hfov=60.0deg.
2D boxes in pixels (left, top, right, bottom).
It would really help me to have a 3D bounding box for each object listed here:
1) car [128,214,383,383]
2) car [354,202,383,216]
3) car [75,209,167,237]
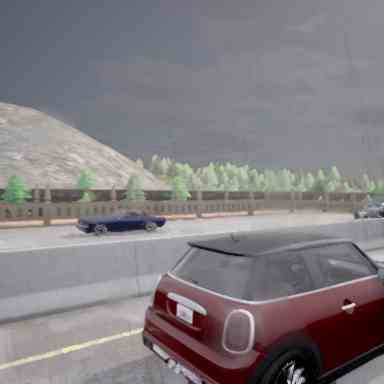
[{"bbox_3d":[1.647,1.370,4.912,4.553,1.767,2.097,0,0,-36],"label":"car"},{"bbox_3d":[15.544,1.624,27.912,4.902,1.511,2.128,1,0,-35],"label":"car"},{"bbox_3d":[-3.879,1.634,18.414,4.718,1.301,1.895,0,0,-35],"label":"car"}]
